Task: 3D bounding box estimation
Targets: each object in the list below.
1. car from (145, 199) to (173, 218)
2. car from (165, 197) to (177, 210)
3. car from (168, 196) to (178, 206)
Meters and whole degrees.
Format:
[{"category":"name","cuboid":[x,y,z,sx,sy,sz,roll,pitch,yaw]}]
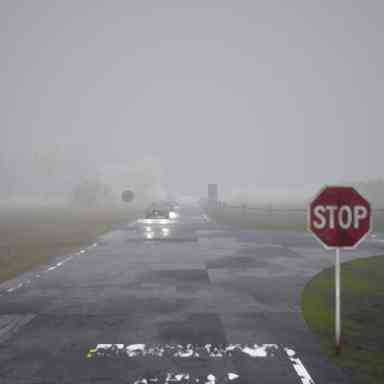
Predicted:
[{"category":"car","cuboid":[-2.998,1.573,29.719,1.994,1.385,4.181,0,0,-1]},{"category":"car","cuboid":[-3.111,1.620,39.870,1.895,1.301,4.718,0,0,-1]},{"category":"car","cuboid":[-3.299,1.389,53.913,2.097,1.767,4.553,0,0,-3]}]
